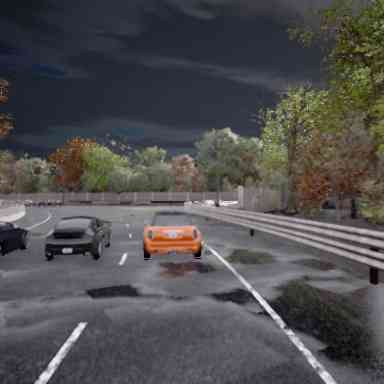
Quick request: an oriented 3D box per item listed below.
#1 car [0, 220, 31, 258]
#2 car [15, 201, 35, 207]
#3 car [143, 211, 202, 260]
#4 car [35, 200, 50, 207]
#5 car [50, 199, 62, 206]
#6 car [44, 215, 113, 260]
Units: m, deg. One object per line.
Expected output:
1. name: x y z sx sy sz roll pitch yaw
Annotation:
1. car: -7.880 1.771 12.915 1.994 1.385 4.181 0 -1 -7
2. car: -37.775 2.657 74.240 5.357 1.411 2.033 -1 -1 43
3. car: -0.902 1.539 13.569 2.097 1.767 4.553 0 -1 -7
4. car: -35.290 2.637 76.704 4.892 1.490 1.837 -1 -1 43
5. car: -32.782 2.511 79.150 4.553 1.767 2.097 -1 -1 43
6. car: -4.396 1.705 13.356 1.837 1.490 4.892 0 0 -7
